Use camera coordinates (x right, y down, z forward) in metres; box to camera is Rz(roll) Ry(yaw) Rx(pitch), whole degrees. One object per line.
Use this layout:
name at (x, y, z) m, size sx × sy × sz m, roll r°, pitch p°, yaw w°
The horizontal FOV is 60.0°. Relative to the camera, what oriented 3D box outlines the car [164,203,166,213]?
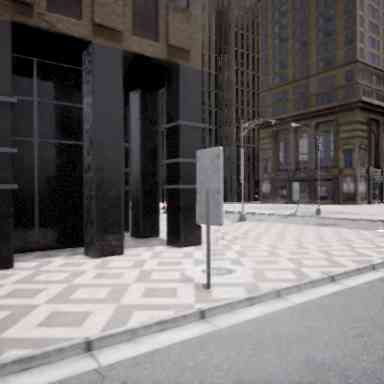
car at (-1.171, 1.485, 36.013) m, size 2.097 × 1.767 × 4.553 m, roll -1°, pitch 0°, yaw -36°
